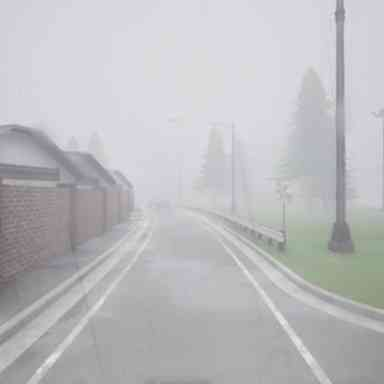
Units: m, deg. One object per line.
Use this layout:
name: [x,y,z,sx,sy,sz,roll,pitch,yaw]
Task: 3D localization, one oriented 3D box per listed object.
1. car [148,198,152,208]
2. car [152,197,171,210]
car: [-6.294,1.699,56.986,2.097,1.767,4.553,0,0,-15]
car: [-4.148,1.763,47.120,1.882,1.535,5.008,0,0,-12]
